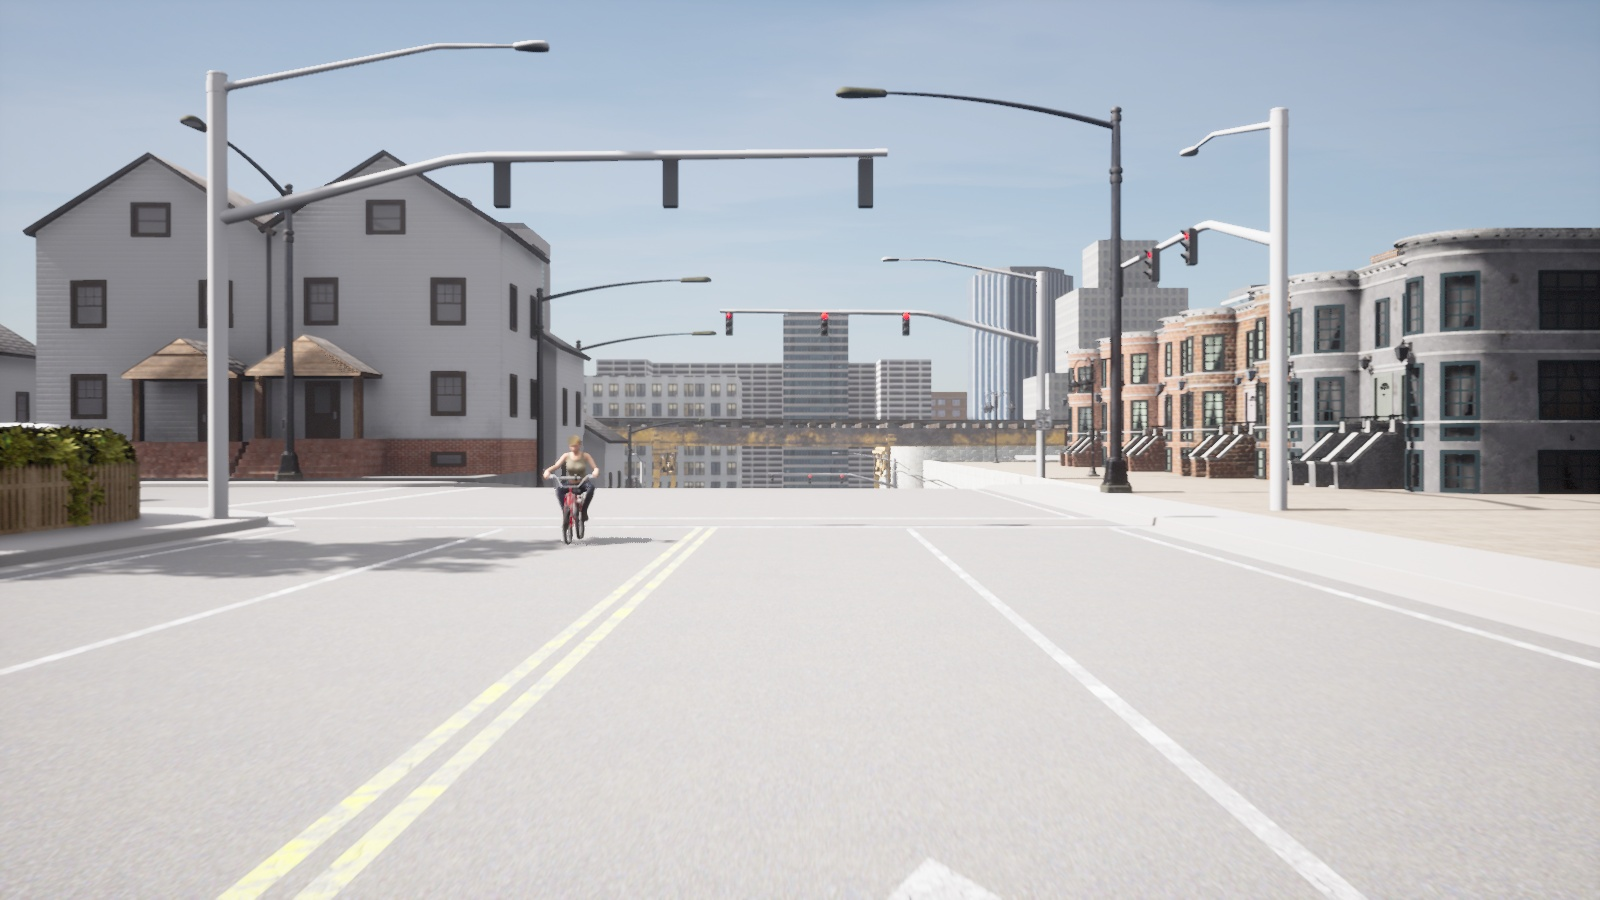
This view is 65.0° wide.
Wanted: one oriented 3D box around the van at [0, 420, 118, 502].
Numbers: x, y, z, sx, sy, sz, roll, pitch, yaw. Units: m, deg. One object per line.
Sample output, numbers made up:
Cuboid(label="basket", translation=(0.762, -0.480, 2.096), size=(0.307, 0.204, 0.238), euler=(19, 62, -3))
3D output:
Cuboid(label="van", translation=(-20.443, 0.270, 32.487), size=(4.480, 2.038, 2.069), euler=(0, 0, 0))

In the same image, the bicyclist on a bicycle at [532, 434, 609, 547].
Cuboid(label="bicyclist on a bicycle", translation=(-3.383, 0.575, 18.632), size=(0.866, 1.612, 1.509), euler=(0, 0, 1))
